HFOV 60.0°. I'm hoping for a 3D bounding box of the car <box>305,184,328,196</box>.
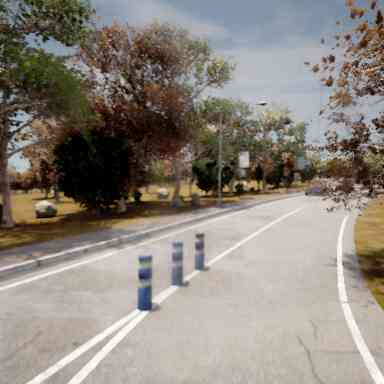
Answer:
[{"bbox_3d":[14.559,-0.248,38.783,1.994,1.385,4.181,0,3,33],"label":"car"}]
